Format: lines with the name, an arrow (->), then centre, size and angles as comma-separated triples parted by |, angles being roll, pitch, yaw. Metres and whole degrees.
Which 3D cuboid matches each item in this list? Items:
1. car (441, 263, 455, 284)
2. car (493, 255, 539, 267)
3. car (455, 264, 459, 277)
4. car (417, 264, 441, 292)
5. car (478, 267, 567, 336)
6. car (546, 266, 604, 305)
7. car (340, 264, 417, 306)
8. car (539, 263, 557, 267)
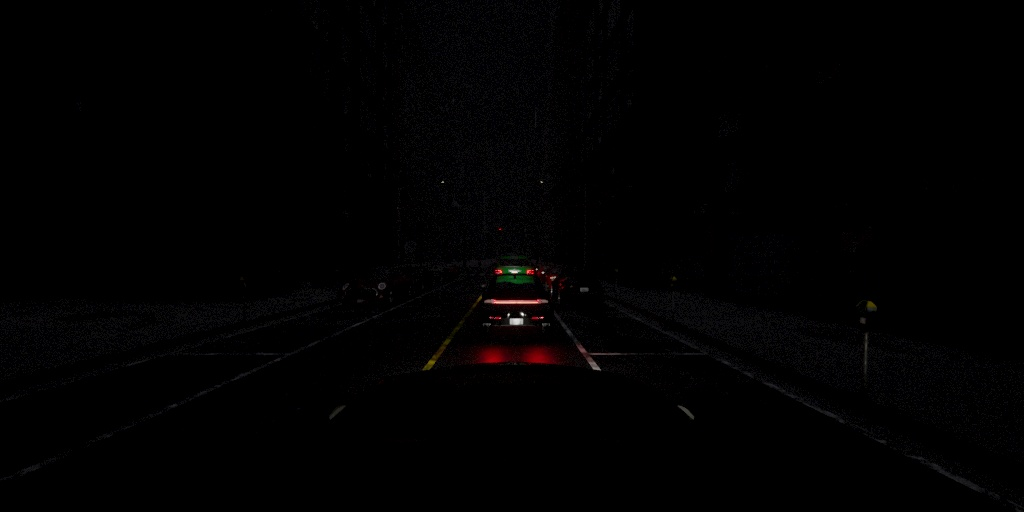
car -> -5.784, 1.299, 26.660 | 2.007, 1.370, 4.403 | 0, 0, 0
car -> 0.086, 0.970, 20.307 | 2.150, 2.045, 5.566 | 0, 0, -1
car -> -5.789, 1.294, 32.166 | 1.888, 1.381, 4.507 | 0, 0, 0
car -> -5.780, 1.314, 21.155 | 1.948, 1.339, 4.313 | 0, 0, 0
car -> 0.093, 1.240, 10.387 | 2.128, 1.511, 4.902 | 0, 0, 0
car -> 2.750, 1.314, 15.657 | 1.948, 1.339, 4.313 | 0, 0, 0
car -> -5.776, 1.188, 15.650 | 1.967, 1.591, 4.097 | 0, 0, 0
car -> 2.746, 1.293, 21.161 | 1.888, 1.381, 4.507 | 0, 0, 0
